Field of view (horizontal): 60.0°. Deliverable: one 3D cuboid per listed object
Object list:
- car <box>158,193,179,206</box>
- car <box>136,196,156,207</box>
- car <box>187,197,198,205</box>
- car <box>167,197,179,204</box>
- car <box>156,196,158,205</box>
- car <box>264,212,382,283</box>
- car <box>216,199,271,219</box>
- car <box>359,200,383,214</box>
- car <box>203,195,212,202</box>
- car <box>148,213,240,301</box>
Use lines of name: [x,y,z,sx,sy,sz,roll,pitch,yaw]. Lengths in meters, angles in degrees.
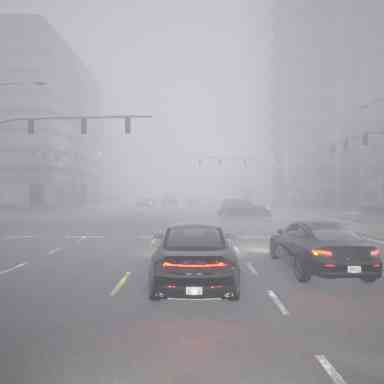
car: [-3.610,1.221,53.318,2.150,2.045,5.566,0,0,1]
car: [-7.105,1.547,50.077,2.033,1.411,5.357,0,0,0]
car: [0.060,1.564,60.421,1.994,1.385,4.181,0,0,0]
car: [-3.558,1.601,63.291,1.895,1.301,4.718,0,0,1]
car: [-7.078,1.477,59.900,1.882,1.535,5.008,0,0,0]
car: [3.562,1.526,9.576,1.812,1.442,4.674,0,0,0]
car: [4.393,1.352,28.403,4.553,1.767,2.097,0,0,1]
car: [20.841,1.547,35.441,5.357,1.411,2.033,0,0,1]
car: [3.494,1.500,74.673,1.837,1.490,4.892,0,0,0]
car: [0.057,1.505,8.320,1.837,1.490,4.892,0,0,0]
